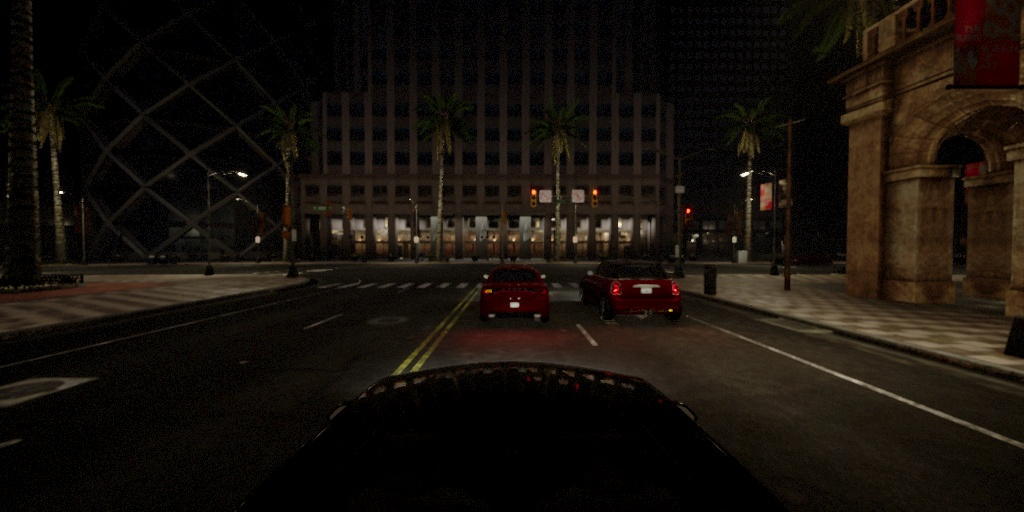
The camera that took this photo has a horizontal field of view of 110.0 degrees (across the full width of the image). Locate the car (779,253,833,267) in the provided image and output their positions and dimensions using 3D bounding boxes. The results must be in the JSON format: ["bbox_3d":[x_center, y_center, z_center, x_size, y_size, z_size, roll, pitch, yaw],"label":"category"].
[{"bbox_3d":[33.286,0.447,40.224,4.674,1.442,1.812,0,1,0],"label":"car"}]

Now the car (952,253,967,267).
[{"bbox_3d":[50.050,0.414,40.126,4.902,1.511,2.128,0,1,1],"label":"car"}]

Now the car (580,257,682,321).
[{"bbox_3d":[3.583,0.889,11.645,2.097,1.767,4.553,0,1,0],"label":"car"}]

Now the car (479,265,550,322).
[{"bbox_3d":[0.081,1.020,11.357,1.882,1.535,5.008,0,1,0],"label":"car"}]

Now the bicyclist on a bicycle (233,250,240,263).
[{"bbox_3d":[-35.745,0.084,46.602,0.582,1.620,1.656,0,2,-12],"label":"bicyclist on a bicycle"}]
